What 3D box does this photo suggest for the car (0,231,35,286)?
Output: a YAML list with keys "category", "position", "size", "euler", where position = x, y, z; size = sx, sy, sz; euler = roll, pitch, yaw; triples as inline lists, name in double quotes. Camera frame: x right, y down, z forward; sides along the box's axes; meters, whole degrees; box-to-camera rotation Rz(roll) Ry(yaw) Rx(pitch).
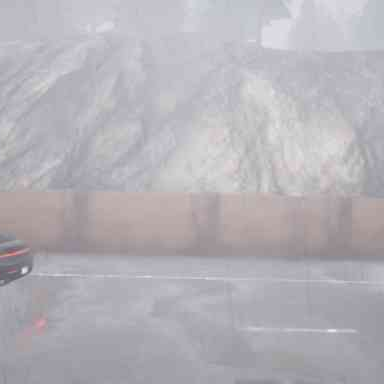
- category: "car"
  position: [-6.203, 1.460, 7.541]
  size: [4.892, 1.490, 1.837]
  euler: [2, -1, -1]
